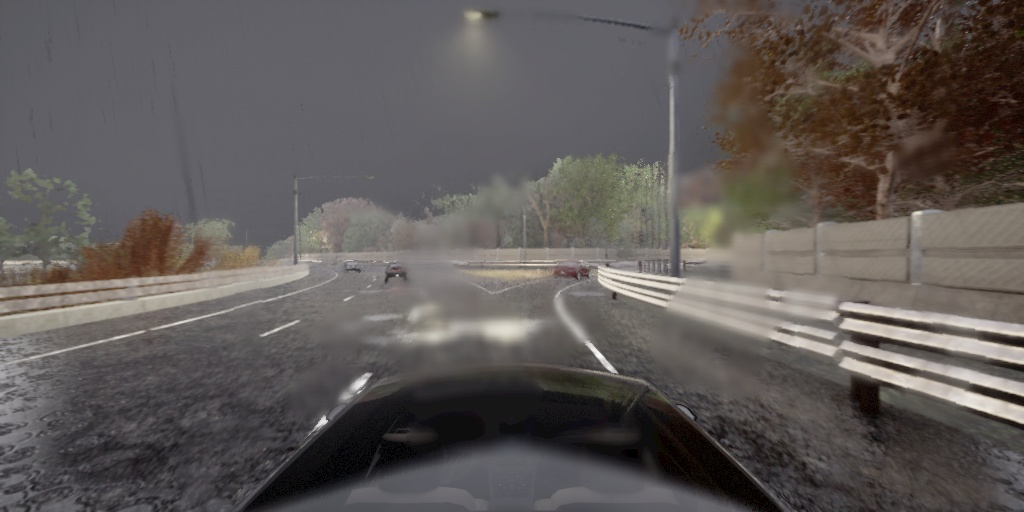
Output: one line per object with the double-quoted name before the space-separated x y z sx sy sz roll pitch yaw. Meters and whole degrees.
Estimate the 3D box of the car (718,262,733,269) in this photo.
"car" 32.254 1.153 52.484 4.181 1.385 1.994 0 0 -23

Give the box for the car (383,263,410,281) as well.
"car" -9.858 1.303 30.616 1.837 1.490 4.892 1 0 -20

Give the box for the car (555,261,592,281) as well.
"car" 5.210 1.201 30.145 1.882 1.535 5.008 -1 0 29

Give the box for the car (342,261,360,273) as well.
"car" -21.128 1.400 47.049 2.033 1.411 5.357 0 0 -30
